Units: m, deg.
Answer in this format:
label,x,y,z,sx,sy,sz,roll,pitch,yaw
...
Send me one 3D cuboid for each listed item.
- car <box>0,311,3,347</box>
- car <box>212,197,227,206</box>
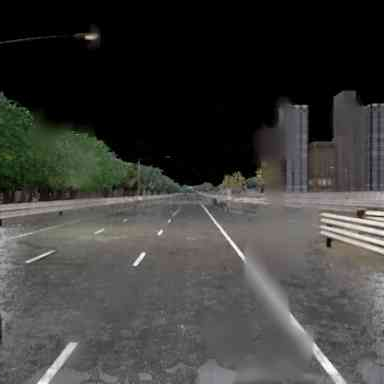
label,x,y,z,sx,sy,sz,roll,pitch,yaw
car,-3.402,1.503,2.422,1.837,1.490,4.892,0,0,0
car,4.514,1.614,55.605,2.033,1.411,5.357,0,0,-5
